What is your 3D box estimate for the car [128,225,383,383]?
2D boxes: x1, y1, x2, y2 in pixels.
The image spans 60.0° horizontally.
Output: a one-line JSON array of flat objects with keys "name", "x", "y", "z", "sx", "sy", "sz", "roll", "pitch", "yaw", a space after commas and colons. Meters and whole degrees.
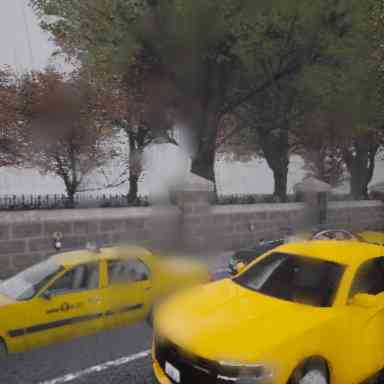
[{"name": "car", "x": 1.844, "y": 1.480, "z": 4.689, "sx": 5.008, "sy": 1.535, "sz": 1.882, "roll": 0, "pitch": 0, "yaw": -35}]

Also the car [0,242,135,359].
[{"name": "car", "x": -1.822, "y": 1.526, "z": 5.261, "sx": 4.829, "sy": 1.417, "sz": 1.752, "roll": 0, "pitch": 0, "yaw": -36}]

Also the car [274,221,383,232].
[{"name": "car", "x": 2.899, "y": 1.554, "z": 8.630, "sx": 4.403, "sy": 1.369, "sz": 2.008, "roll": 0, "pitch": 0, "yaw": -36}]
